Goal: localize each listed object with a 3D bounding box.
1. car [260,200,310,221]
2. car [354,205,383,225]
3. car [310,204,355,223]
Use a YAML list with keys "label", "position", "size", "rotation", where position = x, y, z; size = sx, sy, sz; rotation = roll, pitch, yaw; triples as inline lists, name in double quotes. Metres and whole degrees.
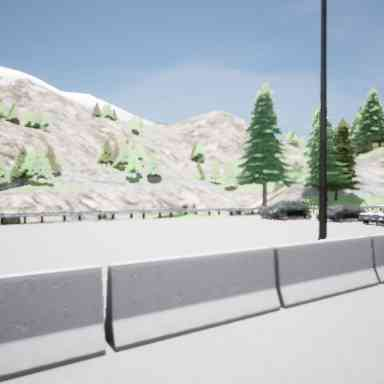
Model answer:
- label: "car"
  position: [8.195, 1.496, 29.079]
  size: [4.553, 1.767, 2.097]
  rotation: [0, 0, -27]
- label: "car"
  position: [14.610, 1.765, 24.529]
  size: [4.718, 1.301, 1.895]
  rotation: [0, 0, -26]
- label: "car"
  position: [12.281, 1.686, 27.260]
  size: [4.674, 1.442, 1.812]
  rotation: [0, 0, -26]
